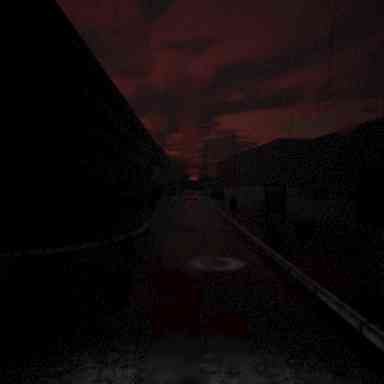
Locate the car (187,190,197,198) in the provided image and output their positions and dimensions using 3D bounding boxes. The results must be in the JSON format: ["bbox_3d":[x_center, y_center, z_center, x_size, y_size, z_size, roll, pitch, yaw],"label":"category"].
[{"bbox_3d":[-0.003,0.443,64.047,1.812,1.442,4.674,0,1,0],"label":"car"}]

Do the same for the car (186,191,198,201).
[{"bbox_3d":[-0.002,0.697,54.068,1.895,1.301,4.718,0,1,0],"label":"car"}]
